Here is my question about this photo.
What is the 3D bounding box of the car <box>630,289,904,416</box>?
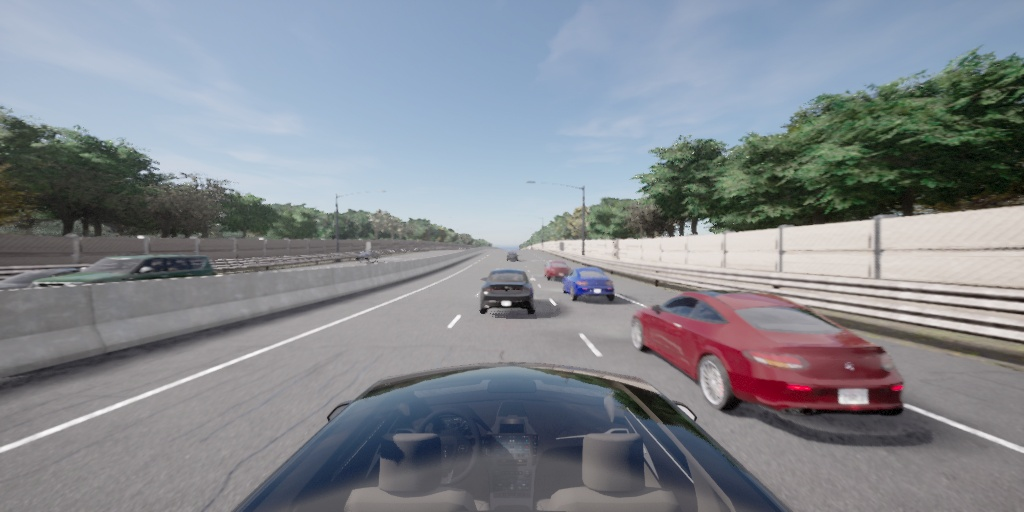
[{"bbox_3d":[3.499,1.272,5.978,1.812,1.442,4.674,0,0,0],"label":"car"}]

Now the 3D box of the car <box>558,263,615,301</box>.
[{"bbox_3d":[3.499,1.243,16.976,1.812,1.442,4.674,0,0,0],"label":"car"}]

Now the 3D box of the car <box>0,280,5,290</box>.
[{"bbox_3d":[-17.598,1.241,13.802,1.837,1.490,4.892,0,0,0],"label":"car"}]

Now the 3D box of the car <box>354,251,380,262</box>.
[{"bbox_3d":[-21.002,-0.057,52.348,2.033,1.411,5.357,0,2,0],"label":"car"}]

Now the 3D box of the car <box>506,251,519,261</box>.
[{"bbox_3d":[0.069,-0.057,59.338,2.128,1.511,4.902,0,3,0],"label":"car"}]

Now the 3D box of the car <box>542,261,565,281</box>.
[{"bbox_3d":[3.499,1.094,27.967,1.812,1.442,4.674,0,1,0],"label":"car"}]

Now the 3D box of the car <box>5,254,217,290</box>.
[{"bbox_3d":[-14.101,0.957,13.570,2.150,2.045,5.566,0,0,0],"label":"car"}]

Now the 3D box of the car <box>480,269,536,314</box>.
[{"bbox_3d":[-0.144,1.241,13.833,1.837,1.490,4.892,0,1,1],"label":"car"}]
